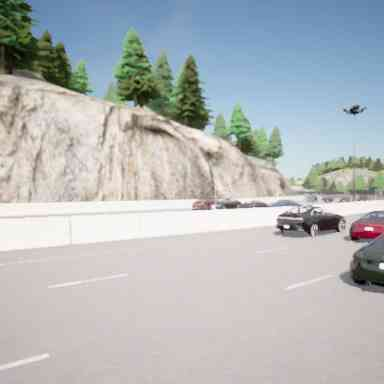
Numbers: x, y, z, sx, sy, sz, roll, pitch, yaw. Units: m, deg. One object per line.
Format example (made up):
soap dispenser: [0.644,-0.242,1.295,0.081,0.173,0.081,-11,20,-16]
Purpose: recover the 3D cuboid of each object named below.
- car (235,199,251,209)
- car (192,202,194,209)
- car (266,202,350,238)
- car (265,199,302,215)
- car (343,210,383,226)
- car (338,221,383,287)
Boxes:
car: [7.063,1.594,37.893,1.994,1.385,4.181,0,0,45]
car: [2.050,1.396,42.765,2.097,1.767,4.553,0,0,45]
car: [6.535,1.501,18.037,4.902,1.511,2.128,0,0,-40]
car: [9.891,1.549,35.770,1.812,1.442,4.674,0,0,45]
car: [9.195,1.567,15.725,4.181,1.385,1.994,0,0,-41]
car: [5.742,1.565,8.306,4.181,1.385,1.994,0,0,-38]
